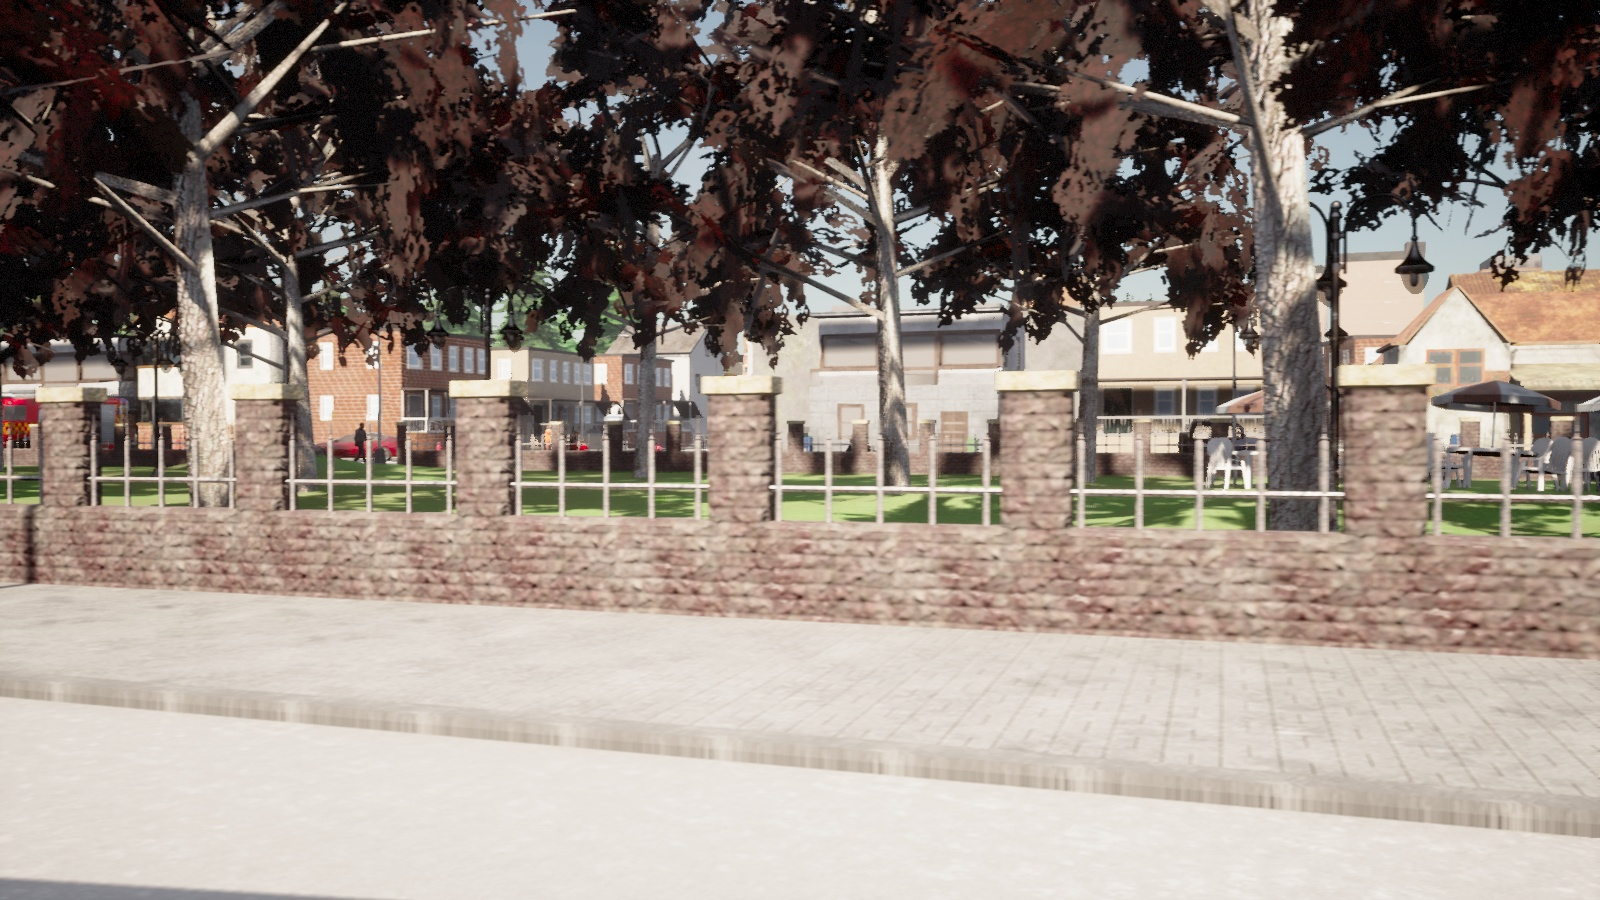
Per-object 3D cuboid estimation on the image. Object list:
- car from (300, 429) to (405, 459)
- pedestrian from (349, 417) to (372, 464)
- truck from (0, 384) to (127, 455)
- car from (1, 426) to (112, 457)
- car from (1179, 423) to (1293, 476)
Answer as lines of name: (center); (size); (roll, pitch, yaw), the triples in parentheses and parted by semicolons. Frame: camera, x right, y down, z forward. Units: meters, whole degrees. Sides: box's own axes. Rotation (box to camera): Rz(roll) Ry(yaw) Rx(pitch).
car: (-22.689, -0.333, 63.830); (4.792, 1.488, 2.163); (0, 1, -11)
pedestrian: (-18.194, -0.407, 51.983); (0.788, 1.949, 0.423); (1, 1, 19)
truck: (-41.912, -1.692, 69.866); (8.468, 3.827, 2.891); (1, 1, 19)
car: (-38.030, -0.459, 64.259); (4.902, 1.511, 2.128); (1, 1, 16)
car: (15.969, -0.056, 46.091); (3.866, 1.878, 1.905); (1, 1, 19)
